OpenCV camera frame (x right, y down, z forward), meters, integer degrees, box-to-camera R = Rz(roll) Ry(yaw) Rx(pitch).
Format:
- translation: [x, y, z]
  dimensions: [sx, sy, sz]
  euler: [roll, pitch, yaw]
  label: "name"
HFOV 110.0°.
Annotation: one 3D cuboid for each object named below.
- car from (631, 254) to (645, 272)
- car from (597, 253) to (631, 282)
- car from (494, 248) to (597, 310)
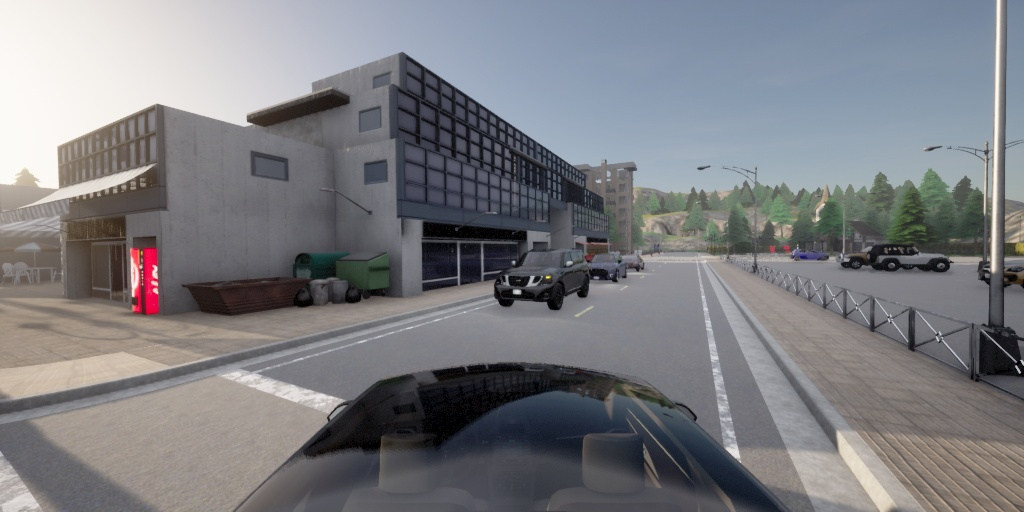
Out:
- translation: [10.521, 0.559, 31.730]
  dimensions: [1.812, 1.442, 4.674]
  euler: [0, 1, 27]
  label: "car"
- translation: [5.873, 0.627, 22.615]
  dimensions: [2.097, 1.767, 4.553]
  euler: [0, 1, 27]
  label: "car"
- translation: [1.410, 0.730, 13.849]
  dimensions: [2.150, 2.045, 5.566]
  euler: [0, 1, 27]
  label: "car"
